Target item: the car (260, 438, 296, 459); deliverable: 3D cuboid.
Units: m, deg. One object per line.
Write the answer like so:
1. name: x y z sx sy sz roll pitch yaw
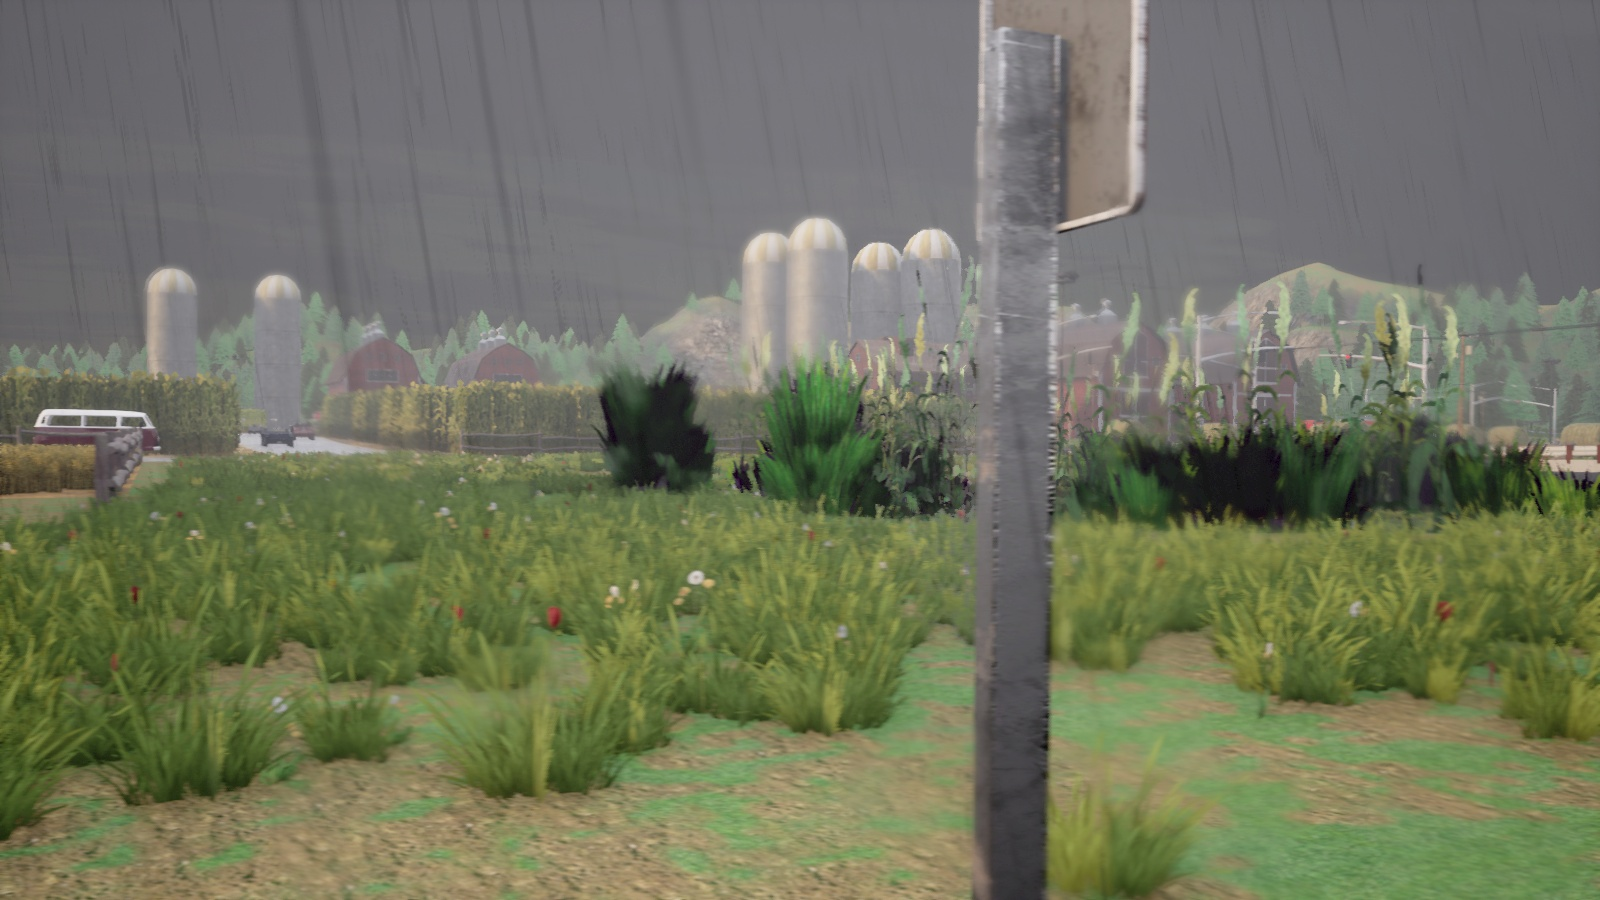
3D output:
1. car: -34.952 -0.112 84.009 1.895 1.301 4.718 -1 1 -26

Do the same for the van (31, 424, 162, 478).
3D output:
1. van: -28.103 0.006 50.343 4.480 2.038 2.069 -1 1 -26
